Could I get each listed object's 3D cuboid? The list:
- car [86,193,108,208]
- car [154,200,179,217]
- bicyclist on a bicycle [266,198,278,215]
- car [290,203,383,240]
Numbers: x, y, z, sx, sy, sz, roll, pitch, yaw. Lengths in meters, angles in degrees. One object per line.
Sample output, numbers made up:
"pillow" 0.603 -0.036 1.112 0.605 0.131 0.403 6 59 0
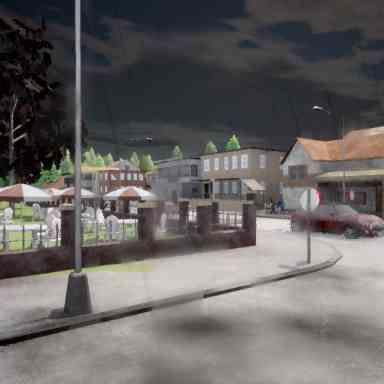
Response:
"car" -13.768 1.223 47.053 2.150 2.045 5.566 0 0 -35
"car" -2.454 1.525 31.036 1.812 1.442 4.674 0 0 -35
"bicyclist on a bicycle" 7.565 1.349 31.435 1.656 1.620 0.582 0 0 -35
"car" 7.396 1.352 17.145 2.097 1.767 4.553 0 0 -35
